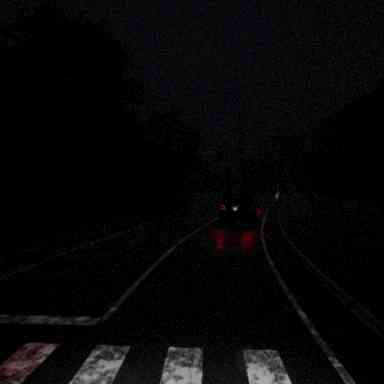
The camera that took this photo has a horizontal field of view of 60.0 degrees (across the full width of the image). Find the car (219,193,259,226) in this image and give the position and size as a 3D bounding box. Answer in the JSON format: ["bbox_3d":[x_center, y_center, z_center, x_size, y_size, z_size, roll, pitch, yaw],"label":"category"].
[{"bbox_3d":[3.168,1.078,22.430,2.150,2.045,5.566,1,1,13],"label":"car"}]
